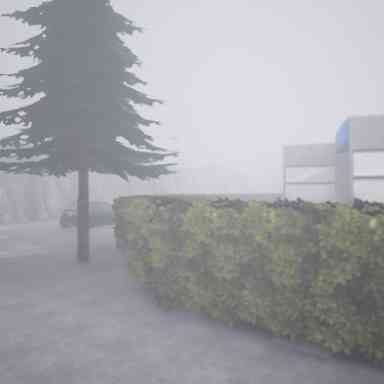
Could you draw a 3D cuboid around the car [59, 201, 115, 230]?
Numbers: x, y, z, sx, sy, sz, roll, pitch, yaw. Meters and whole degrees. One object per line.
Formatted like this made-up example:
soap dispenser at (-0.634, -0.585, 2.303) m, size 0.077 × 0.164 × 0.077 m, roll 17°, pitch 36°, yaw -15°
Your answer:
car at (-6.000, 1.343, 21.167) m, size 2.097 × 1.767 × 4.553 m, roll 0°, pitch 0°, yaw 30°
